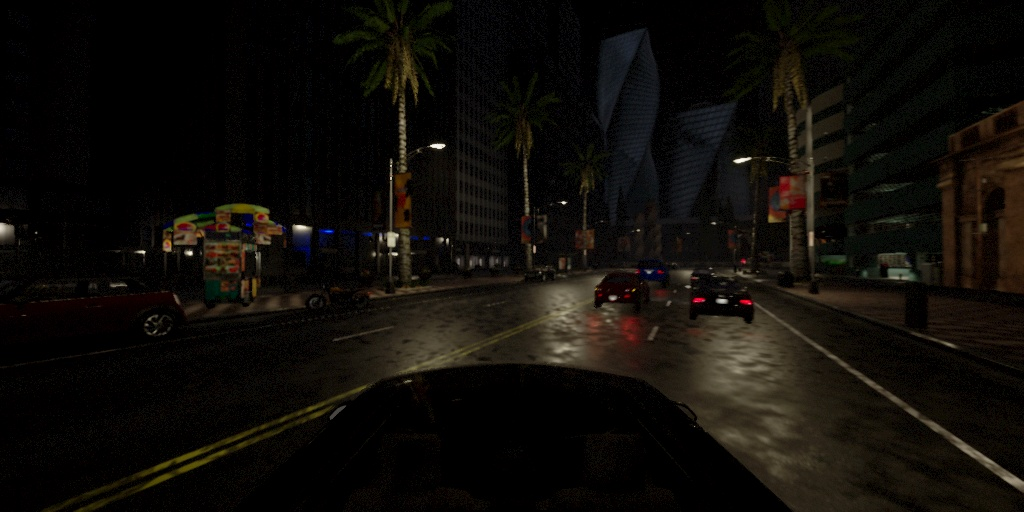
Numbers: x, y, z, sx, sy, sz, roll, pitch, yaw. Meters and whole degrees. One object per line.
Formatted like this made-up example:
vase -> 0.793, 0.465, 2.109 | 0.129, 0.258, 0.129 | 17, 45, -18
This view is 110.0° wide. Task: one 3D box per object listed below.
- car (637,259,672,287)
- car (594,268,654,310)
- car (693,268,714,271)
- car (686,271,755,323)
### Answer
car -> 10.985, 1.273, 27.988 | 2.150, 2.045, 5.566 | 0, 0, 27
car -> 4.888, 1.435, 15.740 | 1.812, 1.442, 4.674 | 0, -1, 27
car -> 14.093, 1.574, 26.374 | 2.033, 1.411, 5.357 | 0, -1, 27
car -> 7.391, 1.422, 12.941 | 2.033, 1.411, 5.357 | 0, -1, 27
